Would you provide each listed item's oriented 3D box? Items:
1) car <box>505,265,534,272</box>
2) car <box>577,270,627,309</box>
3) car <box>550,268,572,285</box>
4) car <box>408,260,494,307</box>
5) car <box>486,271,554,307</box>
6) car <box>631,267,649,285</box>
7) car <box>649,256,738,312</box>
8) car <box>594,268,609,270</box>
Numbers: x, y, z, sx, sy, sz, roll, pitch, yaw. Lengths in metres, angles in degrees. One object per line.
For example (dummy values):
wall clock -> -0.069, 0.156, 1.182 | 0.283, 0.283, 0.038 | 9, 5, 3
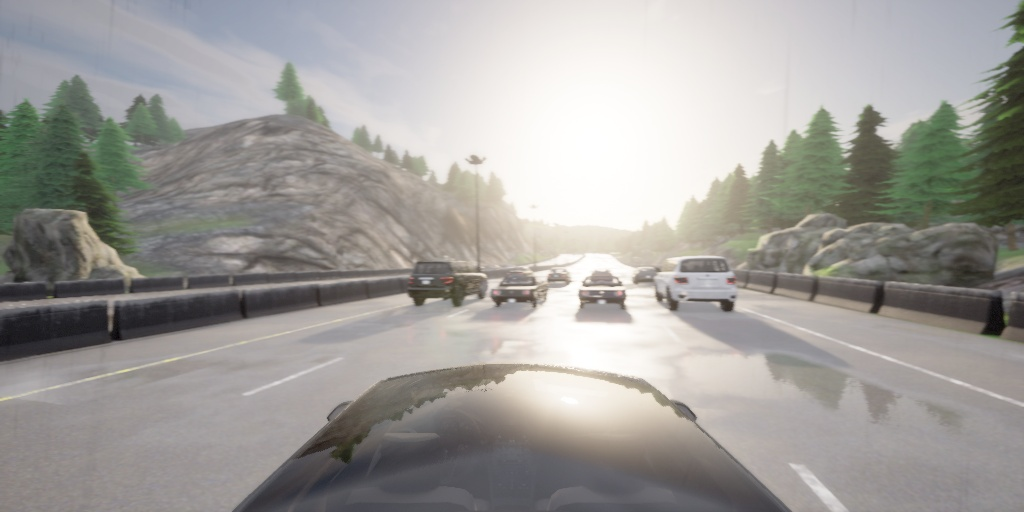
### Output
car -> 0.811, 1.704, 32.173 | 2.128, 1.511, 4.902 | -1, -1, 14
car -> 3.932, 1.476, 15.714 | 1.895, 1.301, 4.718 | -1, -1, 14
car -> 4.128, 1.697, 31.019 | 2.033, 1.411, 5.357 | -1, -1, 14
car -> -2.883, 1.206, 17.341 | 2.150, 2.045, 5.566 | -1, -1, 14
car -> 0.535, 1.534, 16.557 | 1.895, 1.301, 4.718 | -1, -1, 14
car -> 10.999, 1.603, 29.634 | 1.994, 1.385, 4.181 | -1, -1, 14
car -> 7.300, 1.033, 14.785 | 2.150, 2.045, 5.566 | -1, -1, 14
car -> 7.599, 1.660, 30.466 | 1.994, 1.385, 4.181 | -1, -1, 14
